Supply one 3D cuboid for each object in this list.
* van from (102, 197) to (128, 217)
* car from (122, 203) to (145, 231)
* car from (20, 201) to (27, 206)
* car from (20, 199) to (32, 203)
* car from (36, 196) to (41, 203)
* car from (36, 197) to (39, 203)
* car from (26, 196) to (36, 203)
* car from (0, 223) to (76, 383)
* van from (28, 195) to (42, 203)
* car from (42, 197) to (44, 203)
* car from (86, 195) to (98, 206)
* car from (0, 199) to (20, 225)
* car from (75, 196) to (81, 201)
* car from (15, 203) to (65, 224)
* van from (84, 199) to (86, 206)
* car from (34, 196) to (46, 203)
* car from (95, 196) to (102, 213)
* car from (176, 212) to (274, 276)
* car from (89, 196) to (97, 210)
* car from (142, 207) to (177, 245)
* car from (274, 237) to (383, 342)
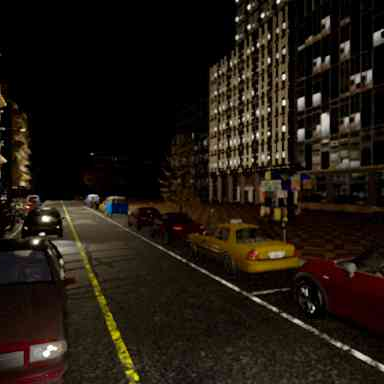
[{"bbox_3d":[-6.977,1.333,30.719,1.690,1.788,3.998,0,0,-22],"label":"van"},{"bbox_3d":[-2.840,1.574,20.469,1.802,1.307,4.206,0,0,-22],"label":"car"},{"bbox_3d":[-12.679,1.546,22.460,2.008,1.369,4.403,0,0,-22],"label":"car"},{"bbox_3d":[-14.747,1.546,27.585,2.008,1.369,4.403,0,0,-22],"label":"car"},{"bbox_3d":[-20.951,1.547,42.959,1.887,1.381,4.507,0,0,-22],"label":"car"},{"bbox_3d":[-18.883,1.565,37.834,1.947,1.339,4.313,0,0,-22],"label":"car"},{"bbox_3d":[-16.815,1.437,32.708,1.967,1.590,4.097,0,0,-22],"label":"car"},{"bbox_3d":[-3.051,1.545,5.546,2.033,1.411,5.357,0,0,-21],"label":"car"},{"bbox_3d":[-23.021,1.347,48.085,1.690,1.788,3.998,0,0,-22],"label":"van"},{"bbox_3d":[-25.087,1.592,53.210,1.802,1.307,4.206,0,0,-22],"label":"car"},{"bbox_3d":[-13.180,1.438,46.095,1.967,1.590,4.097,0,0,-22],"label":"car"},{"bbox_3d":[-10.613,1.311,17.333,2.192,1.841,5.009,0,0,-22],"label":"car"},{"bbox_3d":[-29.724,1.588,87.097,1.887,1.381,4.507,-1,0,-22],"label":"car"},{"bbox_3d":[-7.846,1.542,17.685,2.033,1.411,5.357,0,0,-22],"label":"car"},{"bbox_3d":[-15.250,1.343,51.221,1.690,1.788,3.998,0,0,-22],"label":"van"},{"bbox_3d":[-31.291,1.591,68.585,1.947,1.339,4.313,0,0,-22],"label":"car"},{"bbox_3d":[-9.107,1.518,36.002,1.752,1.417,4.829,0,0,-22],"label":"car"},{"bbox_3d":[1.233,1.520,10.377,1.752,1.417,4.829,0,0,-22],"label":"car"},{"bbox_3d":[-11.112,1.561,40.970,1.947,1.339,4.313,0,0,-22],"label":"car"},{"bbox_3d":[-0.772,1.575,15.345,1.802,1.307,4.206,0,0,-22],"label":"car"},{"bbox_3d":[3.364,1.436,5.093,1.967,1.590,4.097,0,0,-22],"label":"car"}]
